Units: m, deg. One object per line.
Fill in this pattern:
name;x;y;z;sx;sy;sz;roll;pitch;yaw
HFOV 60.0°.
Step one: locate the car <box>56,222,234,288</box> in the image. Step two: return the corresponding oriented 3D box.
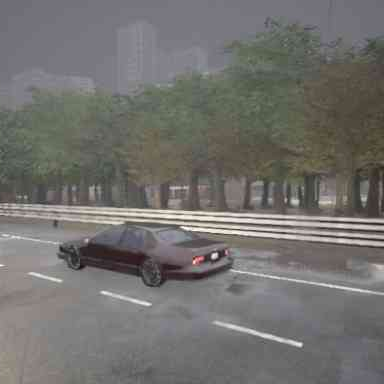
car;-1.516;1.549;9.253;5.357;1.411;2.033;0;0;36
